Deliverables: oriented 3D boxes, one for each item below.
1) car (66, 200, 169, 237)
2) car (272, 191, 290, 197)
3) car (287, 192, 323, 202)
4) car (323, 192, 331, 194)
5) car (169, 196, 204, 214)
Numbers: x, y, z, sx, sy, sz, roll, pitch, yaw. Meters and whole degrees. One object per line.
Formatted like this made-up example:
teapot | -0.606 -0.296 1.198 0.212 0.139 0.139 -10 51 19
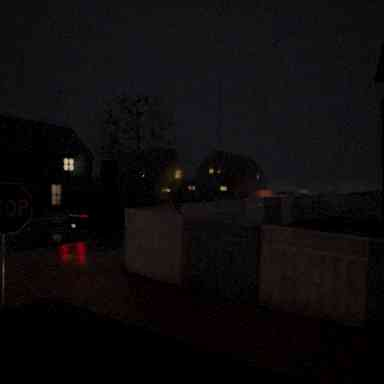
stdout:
car | -3.654 1.198 16.164 2.128 1.511 4.902 1 1 35
car | 11.648 0.692 42.527 2.097 1.767 4.553 1 1 36
car | 13.977 0.916 40.898 2.033 1.411 5.357 1 1 36
car | 19.631 0.736 48.934 1.882 1.535 5.008 1 1 35
car | -0.792 1.083 25.112 1.837 1.490 4.892 1 1 35
